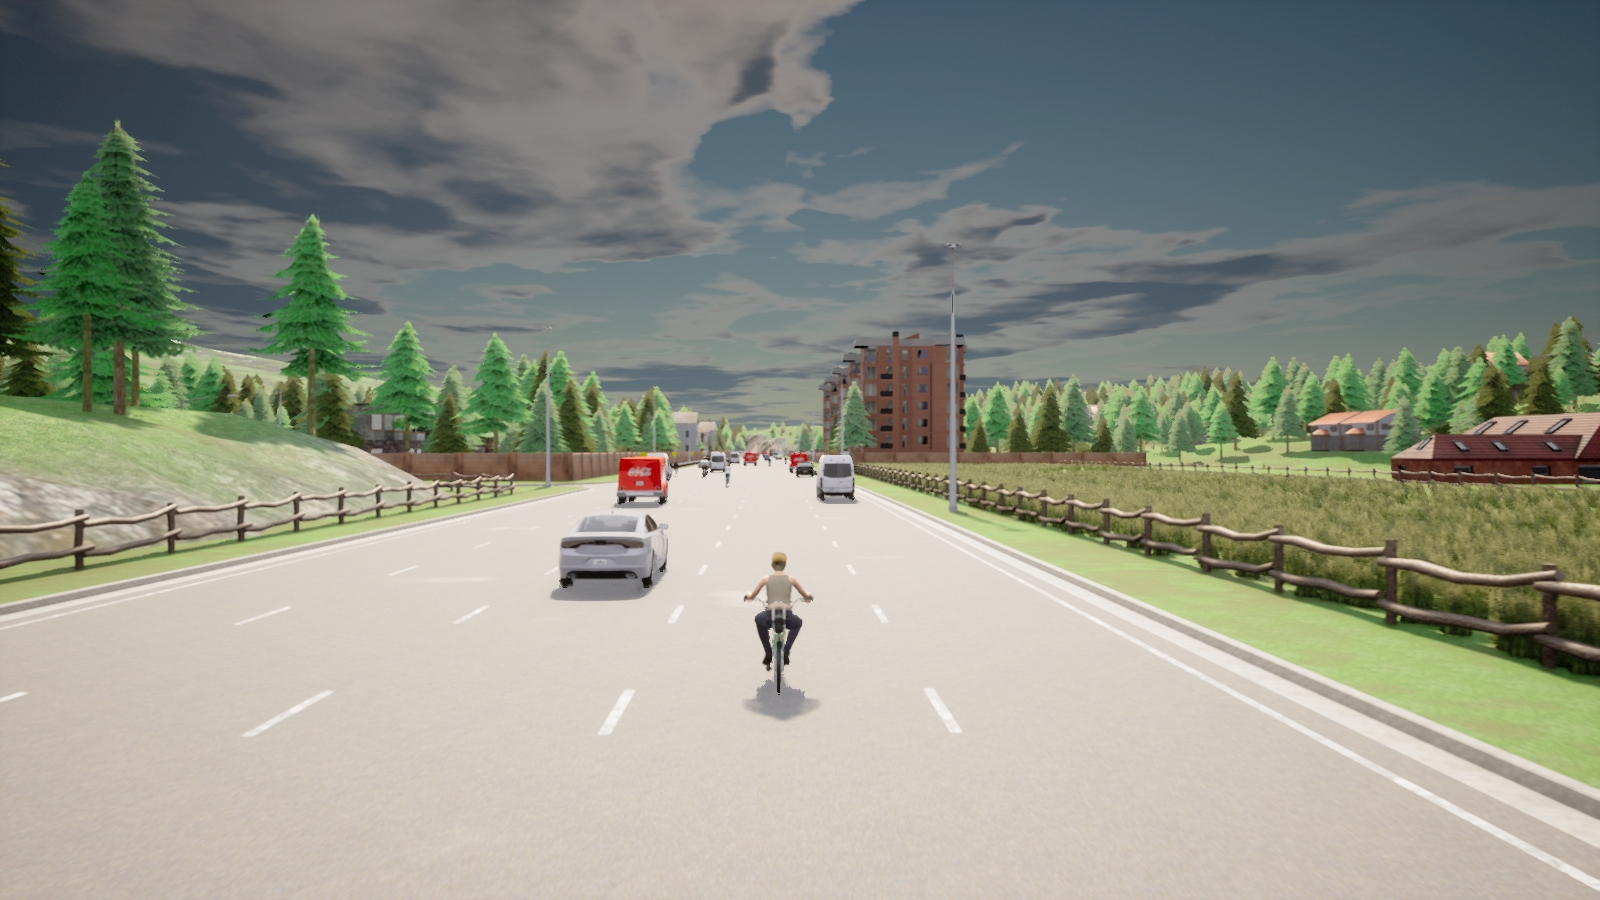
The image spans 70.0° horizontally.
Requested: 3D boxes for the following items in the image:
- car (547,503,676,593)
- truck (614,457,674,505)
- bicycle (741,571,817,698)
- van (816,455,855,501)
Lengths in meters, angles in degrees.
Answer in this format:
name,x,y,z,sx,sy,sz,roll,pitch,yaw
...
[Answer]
name,x,y,z,sx,sy,sz,roll,pitch,yaw
car,-3.995,2.052,25.035,2.097,1.535,5.006,0,0,-1
truck,-8.348,1.613,61.631,2.627,2.467,5.204,0,0,-1
bicycle,-0.253,2.168,13.665,0.859,1.276,1.487,0,0,-1
van,2.023,1.580,66.813,1.988,2.561,5.915,0,0,-2
